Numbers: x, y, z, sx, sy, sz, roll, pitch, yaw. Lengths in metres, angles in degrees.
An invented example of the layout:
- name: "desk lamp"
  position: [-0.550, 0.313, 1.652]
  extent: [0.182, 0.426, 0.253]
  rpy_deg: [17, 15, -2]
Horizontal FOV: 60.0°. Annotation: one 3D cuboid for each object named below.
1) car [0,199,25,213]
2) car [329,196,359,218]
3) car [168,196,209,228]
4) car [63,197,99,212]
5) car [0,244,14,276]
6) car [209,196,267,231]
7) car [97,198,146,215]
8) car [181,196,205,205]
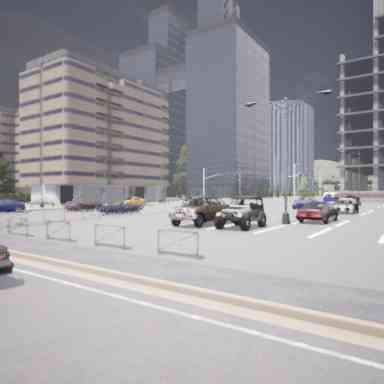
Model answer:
- name: "car"
  position: [-20.013, 1.501, 34.565]
  extent: [1.882, 1.535, 5.008]
  rpy_deg: [0, 0, 34]
- name: "car"
  position: [14.959, 1.400, 32.287]
  extent: [1.970, 1.475, 3.806]
  rpy_deg: [0, 0, 34]
- name: "car"
  position: [0.568, 1.161, 20.998]
  extent: [1.932, 1.855, 4.605]
  rpy_deg: [0, 0, 34]
- name: "car"
  position: [-12.770, 1.374, 39.073]
  extent: [2.097, 1.767, 4.553]
  rpy_deg: [0, 0, 34]
- name: "car"
  position: [-6.798, 1.554, 8.758]
  extent: [5.357, 1.411, 2.033]
  rpy_deg: [0, 0, 35]
- name: "car"
  position: [2.935, 1.162, 19.332]
  extent: [1.905, 1.878, 3.866]
  rpy_deg: [0, 0, 34]
- name: "car"
  position: [-7.130, 1.617, 34.628]
  extent: [1.895, 1.301, 4.718]
  rpy_deg: [0, 0, 34]
- name: "car"
  position: [0.208, 1.529, 58.284]
  extent: [1.837, 1.490, 4.892]
  rpy_deg: [0, -1, 34]
